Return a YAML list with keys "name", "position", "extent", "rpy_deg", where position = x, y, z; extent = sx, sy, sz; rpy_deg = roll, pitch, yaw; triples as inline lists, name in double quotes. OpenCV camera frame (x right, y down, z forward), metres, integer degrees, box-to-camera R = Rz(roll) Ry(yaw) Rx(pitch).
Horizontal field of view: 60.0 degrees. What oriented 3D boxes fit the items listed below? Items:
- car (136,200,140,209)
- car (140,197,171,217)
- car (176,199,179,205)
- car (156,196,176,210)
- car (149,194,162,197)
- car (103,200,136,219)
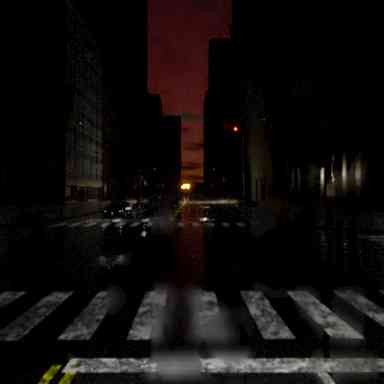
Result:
- name: "car"
  position: [-6.647, 1.663, 44.345]
  extent: [1.895, 1.301, 4.718]
  rpy_deg: [0, 0, 0]
- name: "car"
  position: [-3.385, 1.521, 31.510]
  extent: [1.882, 1.535, 5.008]
  rpy_deg: [0, 0, 0]
- name: "car"
  position: [-3.380, 1.648, 58.512]
  extent: [1.994, 1.385, 4.181]
  rpy_deg: [0, 0, 0]
- name: "car"
  position: [-3.397, 1.587, 43.484]
  extent: [1.812, 1.442, 4.674]
  rpy_deg: [0, 0, 0]
- name: "car"
  position: [-6.610, 1.310, 60.966]
  extent: [2.150, 2.045, 5.566]
  rpy_deg: [0, 0, 0]
- name: "car"
  position: [-6.651, 1.547, 30.218]
  extent: [1.837, 1.490, 4.892]
  rpy_deg: [0, 0, 1]
